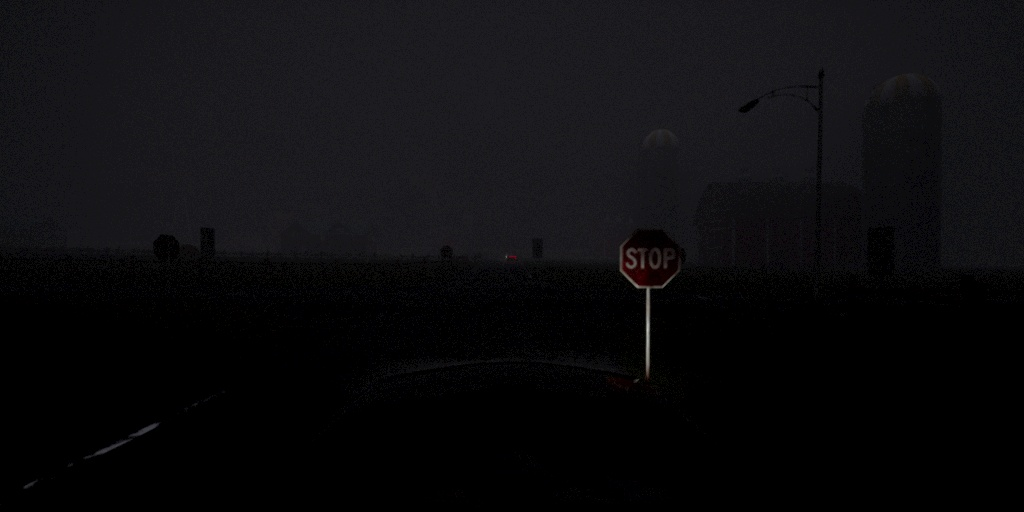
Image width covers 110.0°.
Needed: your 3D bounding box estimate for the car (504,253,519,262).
[{"bbox_3d":[0.082,0.245,61.499,2.128,1.511,4.902,0,1,-2],"label":"car"}]
